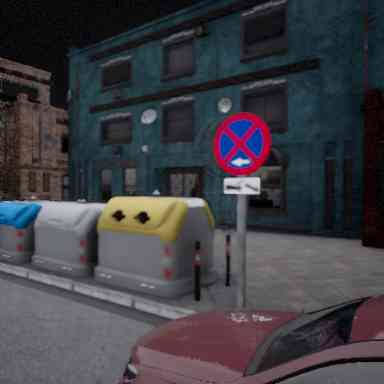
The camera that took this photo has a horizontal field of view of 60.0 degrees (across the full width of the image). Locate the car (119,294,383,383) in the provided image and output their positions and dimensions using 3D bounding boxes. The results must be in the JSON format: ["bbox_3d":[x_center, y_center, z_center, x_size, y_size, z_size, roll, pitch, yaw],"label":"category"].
[{"bbox_3d":[1.504,1.526,2.305,4.674,1.442,1.812,0,0,36],"label":"car"}]
